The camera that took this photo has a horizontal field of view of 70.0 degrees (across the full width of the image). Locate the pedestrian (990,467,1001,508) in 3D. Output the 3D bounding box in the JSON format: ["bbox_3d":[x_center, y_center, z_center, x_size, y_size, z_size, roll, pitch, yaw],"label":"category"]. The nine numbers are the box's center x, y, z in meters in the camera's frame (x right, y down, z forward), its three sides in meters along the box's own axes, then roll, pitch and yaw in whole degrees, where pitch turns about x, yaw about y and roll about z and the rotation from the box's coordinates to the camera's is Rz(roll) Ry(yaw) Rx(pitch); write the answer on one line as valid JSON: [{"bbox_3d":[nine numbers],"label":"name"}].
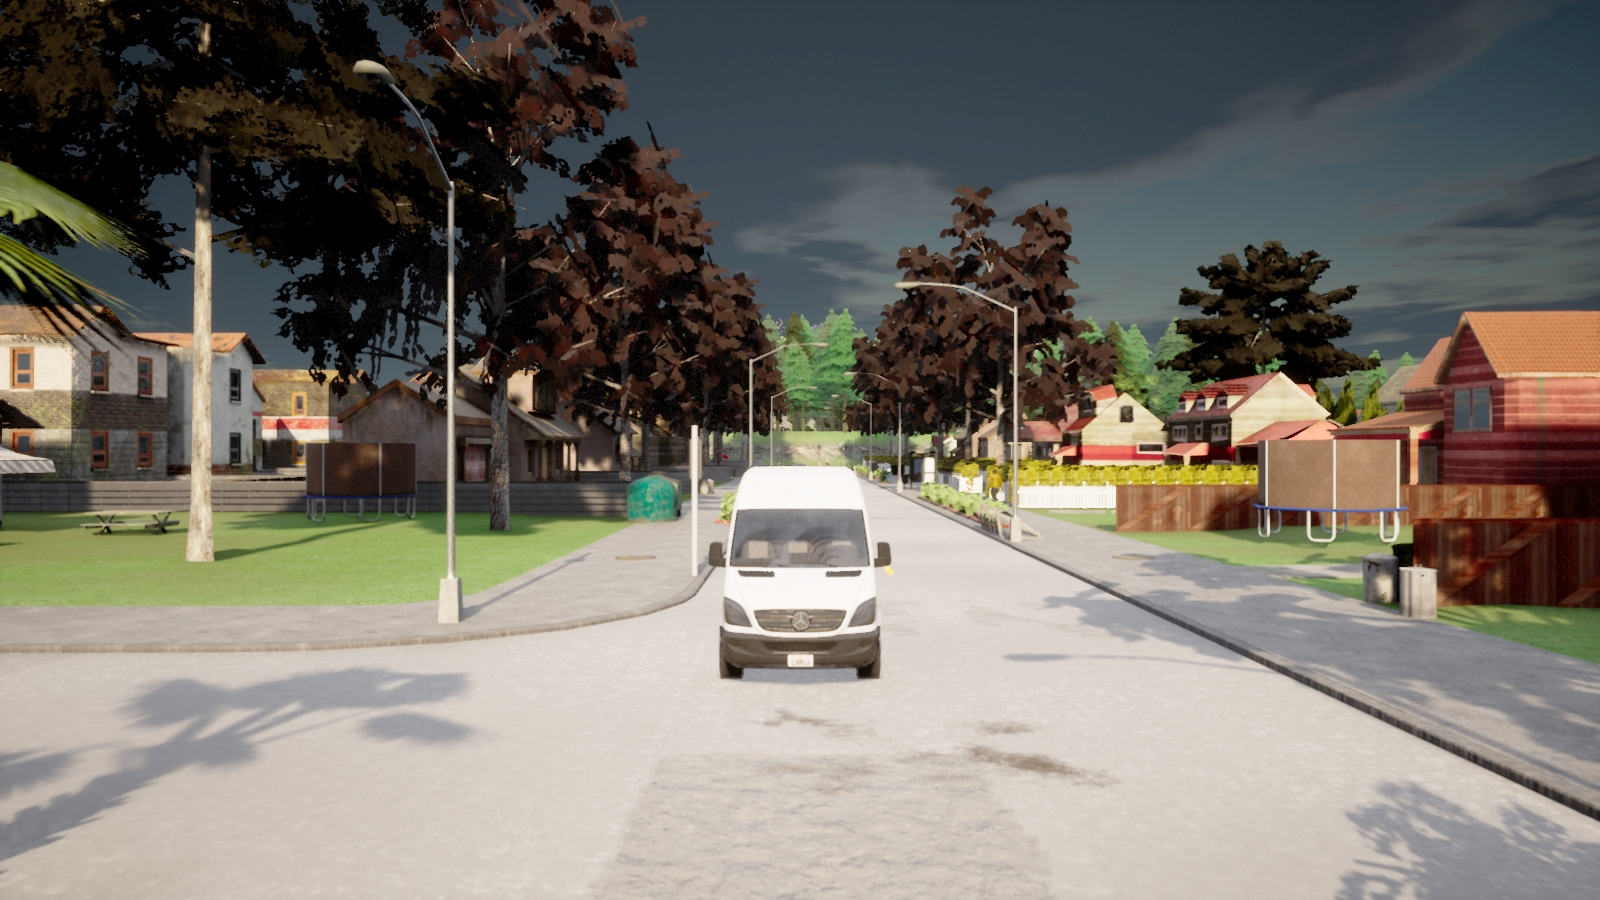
[{"bbox_3d":[9.089,1.745,53.188,0.375,1.860,0.375,0,0,-10],"label":"pedestrian"}]

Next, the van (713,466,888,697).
[{"bbox_3d":[0.003,1.535,15.966,1.988,2.561,5.915,0,0,0],"label":"van"}]
